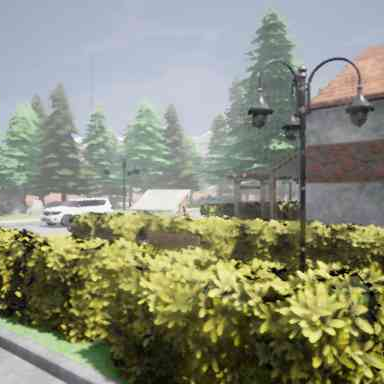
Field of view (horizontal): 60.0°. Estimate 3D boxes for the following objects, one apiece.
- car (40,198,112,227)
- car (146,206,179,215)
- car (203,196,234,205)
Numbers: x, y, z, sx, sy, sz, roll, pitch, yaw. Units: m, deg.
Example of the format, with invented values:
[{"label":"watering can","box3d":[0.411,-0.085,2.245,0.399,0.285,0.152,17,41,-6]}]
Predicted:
[{"label":"car","box3d":[-8.687,1.480,25.572,2.150,2.045,5.566,0,0,36]},{"label":"car","box3d":[-2.940,1.784,33.506,1.812,1.442,4.674,0,0,37]},{"label":"car","box3d":[3.621,1.478,41.990,2.150,2.045,5.566,0,0,40]}]
